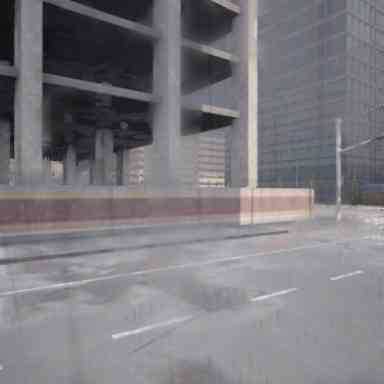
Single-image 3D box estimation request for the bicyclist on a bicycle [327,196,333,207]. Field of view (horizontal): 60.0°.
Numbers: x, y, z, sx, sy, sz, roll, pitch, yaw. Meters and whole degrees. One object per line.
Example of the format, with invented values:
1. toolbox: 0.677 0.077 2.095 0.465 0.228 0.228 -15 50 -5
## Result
1. bicyclist on a bicycle: 20.256 1.343 48.892 1.656 1.620 0.582 0 0 -36
